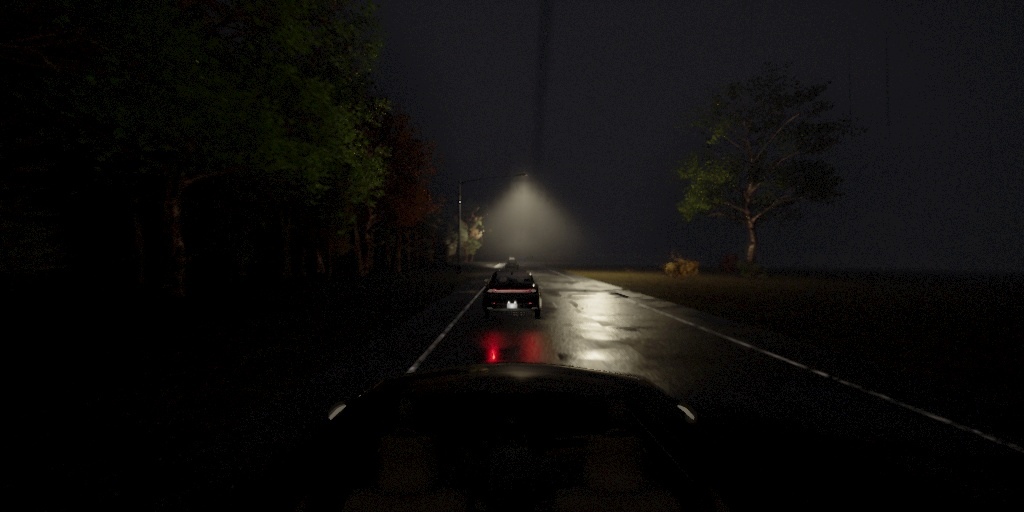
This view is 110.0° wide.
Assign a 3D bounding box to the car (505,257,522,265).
[{"bbox_3d":[0.015,1.278,53.164,1.994,1.385,4.181,0,0,0],"label":"car"}]

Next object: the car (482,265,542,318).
[{"bbox_3d":[0.003,1.238,12.873,2.128,1.511,4.902,0,0,0],"label":"car"}]
